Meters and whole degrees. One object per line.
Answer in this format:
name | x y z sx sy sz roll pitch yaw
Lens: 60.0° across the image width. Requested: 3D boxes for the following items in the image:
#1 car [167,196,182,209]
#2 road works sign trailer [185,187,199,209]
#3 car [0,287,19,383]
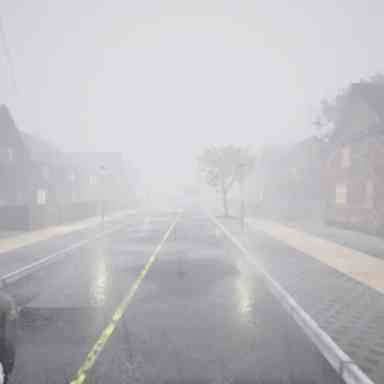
car | -2.821 1.694 55.110 2.150 2.045 5.566 0 0 1
road works sign trailer | -0.017 0.948 56.048 2.380 3.560 2.880 0 -1 0
car | -2.848 1.513 1.810 1.837 1.490 4.892 0 1 0
